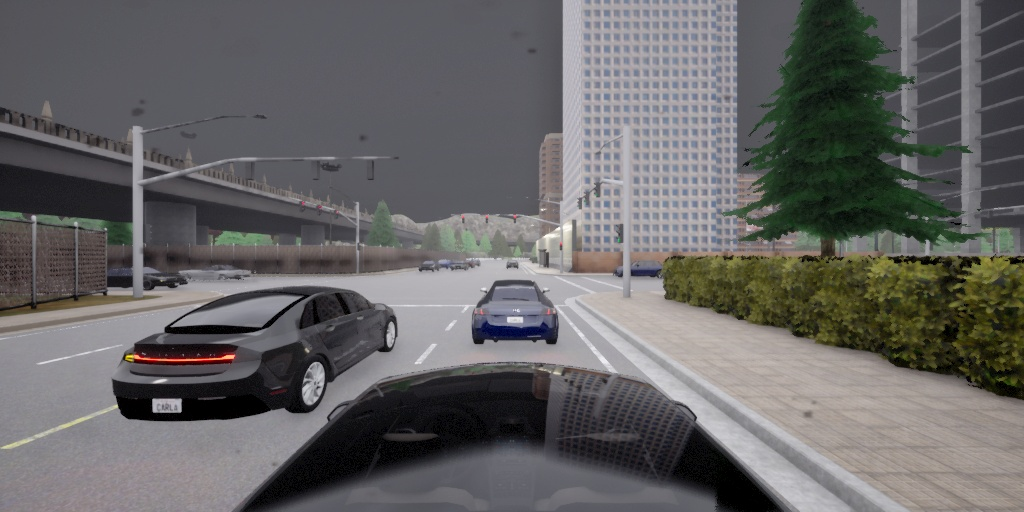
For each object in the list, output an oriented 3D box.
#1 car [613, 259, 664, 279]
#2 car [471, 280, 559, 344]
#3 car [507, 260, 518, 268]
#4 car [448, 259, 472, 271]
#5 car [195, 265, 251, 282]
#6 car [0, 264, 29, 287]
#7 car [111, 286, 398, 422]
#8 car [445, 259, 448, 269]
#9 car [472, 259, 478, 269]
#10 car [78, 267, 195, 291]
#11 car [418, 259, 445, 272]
[{"bbox_3d":[11.637,1.157,32.856,4.553,1.767,2.097,0,0,0],"label":"car"},{"bbox_3d":[0.077,1.314,9.564,1.994,1.385,4.181,0,0,0],"label":"car"},{"bbox_3d":[0.083,1.350,58.891,1.895,1.301,4.718,0,0,0],"label":"car"},{"bbox_3d":[-7.095,1.314,49.184,1.994,1.385,4.181,0,0,0],"label":"car"},{"bbox_3d":[-24.244,1.406,29.274,4.718,1.301,1.895,0,0,0],"label":"car"},{"bbox_3d":[-33.544,1.027,22.051,5.566,2.045,2.150,0,0,0],"label":"car"},{"bbox_3d":[-3.441,1.255,6.020,1.837,1.490,4.892,0,0,0],"label":"car"},{"bbox_3d":[-10.599,1.227,55.881,1.882,1.535,5.008,0,0,0],"label":"car"},{"bbox_3d":[-7.094,1.351,57.938,1.895,1.301,4.718,0,0,0],"label":"car"},{"bbox_3d":[-23.280,1.353,22.075,5.357,1.411,2.033,0,0,0],"label":"car"},{"bbox_3d":[-10.602,1.297,46.431,2.033,1.411,5.357,0,0,0],"label":"car"}]
